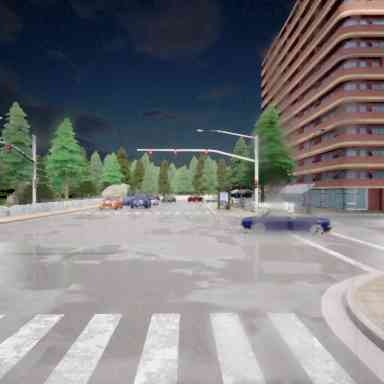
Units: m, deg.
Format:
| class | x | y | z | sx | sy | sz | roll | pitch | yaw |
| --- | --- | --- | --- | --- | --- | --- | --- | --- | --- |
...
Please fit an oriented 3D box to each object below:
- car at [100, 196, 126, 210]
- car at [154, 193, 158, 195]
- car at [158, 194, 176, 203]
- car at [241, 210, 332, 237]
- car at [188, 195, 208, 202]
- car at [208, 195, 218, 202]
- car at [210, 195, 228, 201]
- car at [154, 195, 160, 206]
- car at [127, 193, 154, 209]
| class | x | y | z | sx | sy | sz | roll | pitch | yaw |
| --- | --- | --- | --- | --- | --- | --- | --- | --- | --- |
| car | -10.506 | 1.352 | 43.388 | 2.097 | 1.767 | 4.553 | 0 | 0 | 1 |
| car | -8.469 | 1.222 | 68.997 | 2.150 | 2.045 | 5.566 | 0 | 0 | 16 |
| car | -4.820 | 1.351 | 68.837 | 2.097 | 1.767 | 4.553 | 0 | 0 | 15 |
| car | 5.120 | 1.650 | 18.311 | 4.718 | 1.301 | 1.895 | 0 | 0 | 14 |
| car | 0.896 | 1.478 | 73.572 | 1.882 | 1.535 | 5.008 | 0 | 0 | 30 |
| car | 4.839 | 1.595 | 73.509 | 1.895 | 1.301 | 4.718 | 0 | 0 | 30 |
| car | 6.723 | 1.524 | 81.955 | 1.812 | 1.442 | 4.674 | 0 | 0 | 44 |
| car | -6.834 | 1.601 | 55.839 | 1.895 | 1.301 | 4.718 | 0 | 0 | 3 |
| car | -7.008 | 1.221 | 46.075 | 2.150 | 2.045 | 5.566 | 0 | 0 | 0 |
